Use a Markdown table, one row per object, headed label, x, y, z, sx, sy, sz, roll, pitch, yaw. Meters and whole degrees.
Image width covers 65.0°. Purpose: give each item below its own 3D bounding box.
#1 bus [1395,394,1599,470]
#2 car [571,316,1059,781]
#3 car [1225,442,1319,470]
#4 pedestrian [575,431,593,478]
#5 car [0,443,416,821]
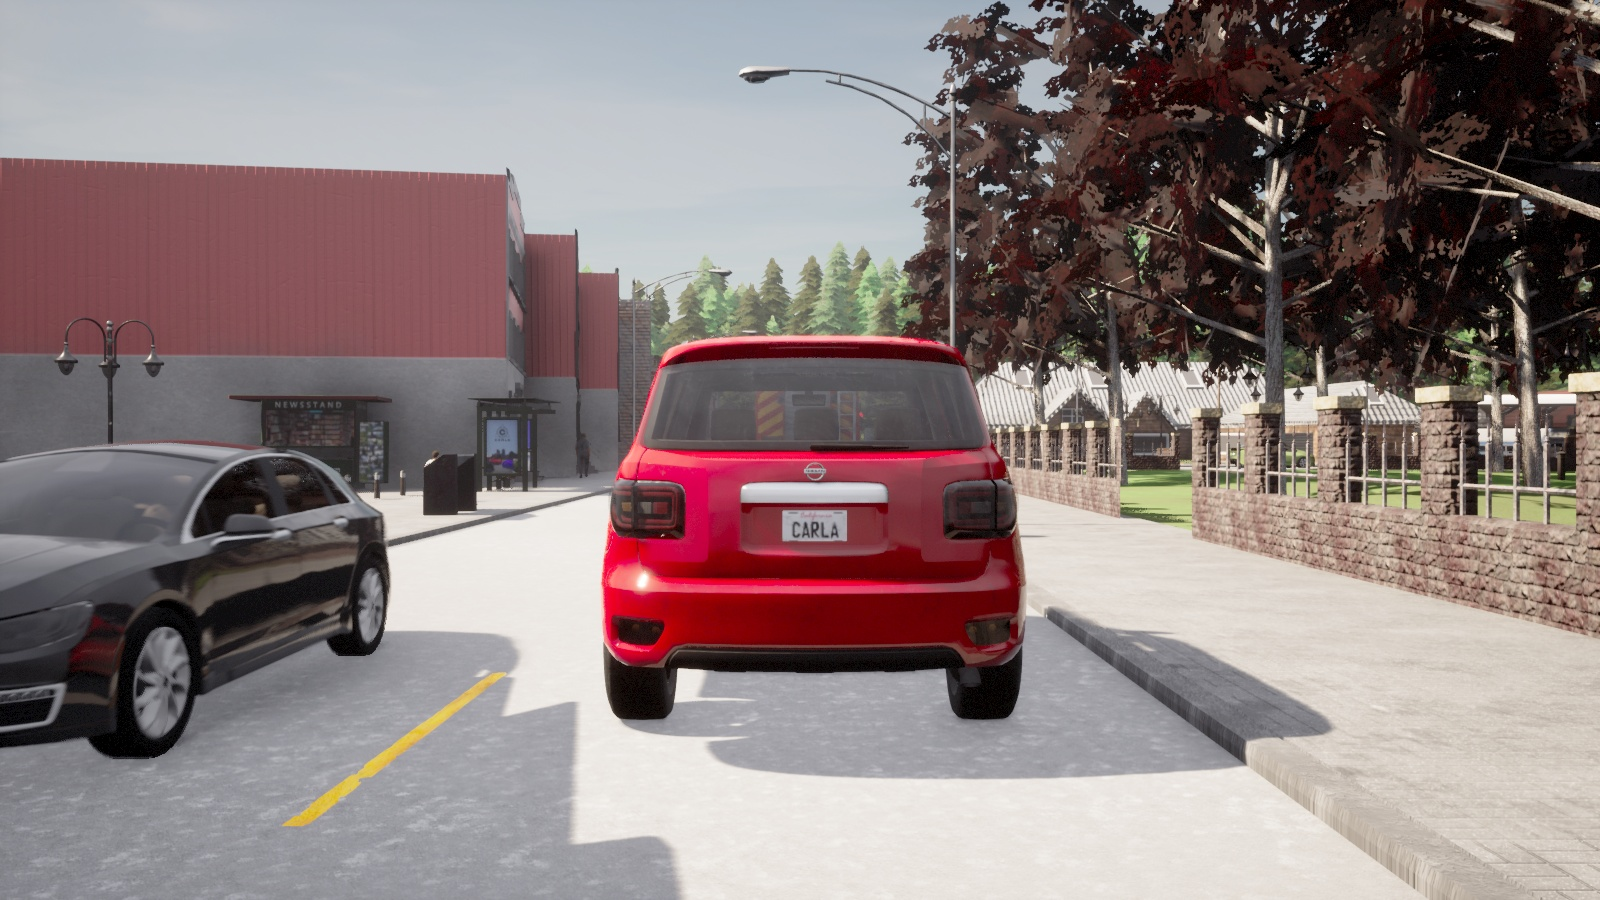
| label | x | y | z | sx | sy | sz | roll | pitch | yaw |
| --- | --- | --- | --- | --- | --- | --- | --- | --- | --- |
| bus | 40.566 | -1.010 | 73.138 | 10.273 | 4.253 | 3.944 | 0 | 0 | 18 |
| car | 0.065 | 0.418 | 8.312 | 2.150 | 2.045 | 5.566 | 0 | 0 | 0 |
| car | 26.317 | 0.319 | 70.087 | 4.514 | 1.525 | 2.007 | 0 | 0 | -1 |
| pedestrian | -8.560 | 0.168 | 49.731 | 0.540 | 1.848 | 0.694 | 0 | 0 | 5 |
| car | -3.944 | 0.706 | 7.403 | 1.837 | 1.490 | 4.892 | 0 | 0 | 0 |
